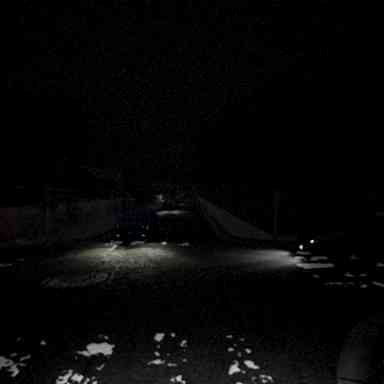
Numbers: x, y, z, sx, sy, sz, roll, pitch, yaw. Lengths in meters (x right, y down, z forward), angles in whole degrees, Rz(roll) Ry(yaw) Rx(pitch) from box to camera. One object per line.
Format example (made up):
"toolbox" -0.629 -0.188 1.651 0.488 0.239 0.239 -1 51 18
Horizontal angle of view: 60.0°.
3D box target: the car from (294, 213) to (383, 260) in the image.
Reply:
"car" 6.374 1.426 11.342 5.357 1.411 2.033 -1 0 0

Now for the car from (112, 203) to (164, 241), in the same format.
"car" -2.784 1.570 17.373 1.882 1.535 5.008 0 0 0

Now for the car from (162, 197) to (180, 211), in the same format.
"car" -2.837 1.696 43.137 1.812 1.442 4.674 0 0 0

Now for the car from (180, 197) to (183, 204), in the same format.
"car" -2.891 1.675 68.287 1.994 1.385 4.181 0 0 0
